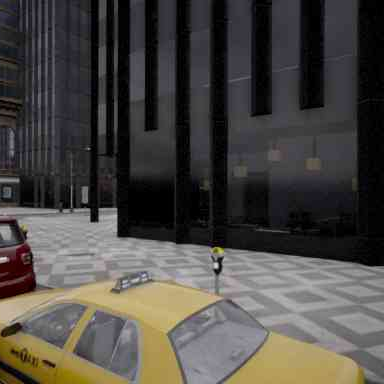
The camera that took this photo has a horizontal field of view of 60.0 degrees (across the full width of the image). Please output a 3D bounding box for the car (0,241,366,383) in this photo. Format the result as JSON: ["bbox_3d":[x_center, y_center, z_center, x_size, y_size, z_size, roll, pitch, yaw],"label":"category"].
[{"bbox_3d":[-0.814,1.525,3.531,4.829,1.417,1.752,0,0,35],"label":"car"}]

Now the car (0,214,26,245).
[{"bbox_3d":[-5.109,1.313,6.560,5.009,1.841,2.192,0,0,35],"label":"car"}]
